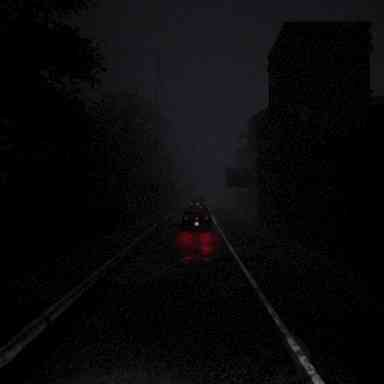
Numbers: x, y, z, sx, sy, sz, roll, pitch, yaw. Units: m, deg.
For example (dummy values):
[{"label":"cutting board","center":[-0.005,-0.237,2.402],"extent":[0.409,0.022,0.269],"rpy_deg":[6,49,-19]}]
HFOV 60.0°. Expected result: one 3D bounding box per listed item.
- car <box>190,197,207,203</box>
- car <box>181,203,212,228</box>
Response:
[{"label":"car","center":[0.777,1.414,41.419],"extent":[2.097,1.767,4.553],"rpy_deg":[0,0,2]},{"label":"car","center":[0.326,1.642,22.366],"extent":[1.895,1.301,4.718],"rpy_deg":[0,0,1]}]
